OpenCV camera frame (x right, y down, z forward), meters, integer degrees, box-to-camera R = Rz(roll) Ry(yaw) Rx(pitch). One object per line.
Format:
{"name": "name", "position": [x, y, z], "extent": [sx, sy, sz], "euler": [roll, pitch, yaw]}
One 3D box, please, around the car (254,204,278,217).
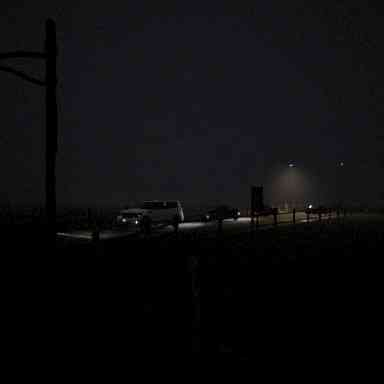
{"name": "car", "position": [8.936, 2.265, 40.752], "extent": [2.128, 1.511, 4.902], "euler": [0, -1, 36]}

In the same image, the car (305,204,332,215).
{"name": "car", "position": [17.166, 2.483, 45.761], "extent": [2.033, 1.411, 5.357], "euler": [0, -1, 36]}

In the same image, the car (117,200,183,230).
{"name": "car", "position": [-2.917, 1.608, 24.590], "extent": [2.150, 2.045, 5.566], "euler": [0, -1, 36]}

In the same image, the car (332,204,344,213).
{"name": "car", "position": [23.361, 2.670, 54.192], "extent": [1.812, 1.442, 4.674], "euler": [0, -1, 37]}

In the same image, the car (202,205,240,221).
{"name": "car", "position": [2.902, 2.067, 32.525], "extent": [2.128, 1.511, 4.902], "euler": [0, -1, 36]}
